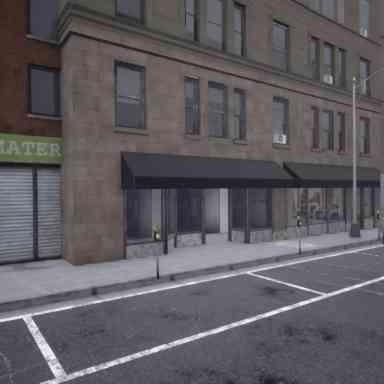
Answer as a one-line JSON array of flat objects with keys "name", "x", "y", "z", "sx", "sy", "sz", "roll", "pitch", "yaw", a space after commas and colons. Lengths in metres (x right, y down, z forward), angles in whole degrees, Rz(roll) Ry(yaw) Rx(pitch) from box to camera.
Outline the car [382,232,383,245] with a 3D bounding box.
[{"name": "car", "x": 9.291, "y": 1.540, "z": 13.207, "sx": 4.507, "sy": 1.381, "sz": 1.887, "roll": 0, "pitch": -1, "yaw": -36}]
